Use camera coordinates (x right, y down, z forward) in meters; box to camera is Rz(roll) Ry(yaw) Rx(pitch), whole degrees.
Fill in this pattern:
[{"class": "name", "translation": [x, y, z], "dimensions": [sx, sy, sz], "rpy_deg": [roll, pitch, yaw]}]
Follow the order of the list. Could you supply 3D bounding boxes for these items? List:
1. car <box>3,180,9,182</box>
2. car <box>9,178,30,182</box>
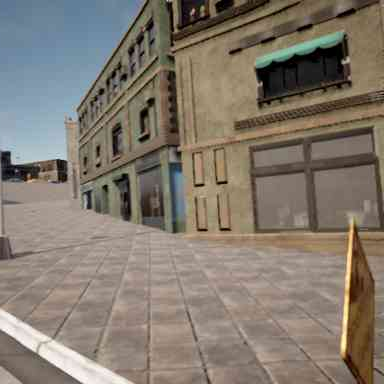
[{"class": "car", "translation": [-47.092, -2.716, 78.908], "dimensions": [2.231, 1.521, 4.892], "rpy_deg": [-6, -3, 33]}, {"class": "car", "translation": [-44.117, -2.670, 83.591], "dimensions": [2.002, 1.452, 4.674], "rpy_deg": [-5, -3, 32]}]
